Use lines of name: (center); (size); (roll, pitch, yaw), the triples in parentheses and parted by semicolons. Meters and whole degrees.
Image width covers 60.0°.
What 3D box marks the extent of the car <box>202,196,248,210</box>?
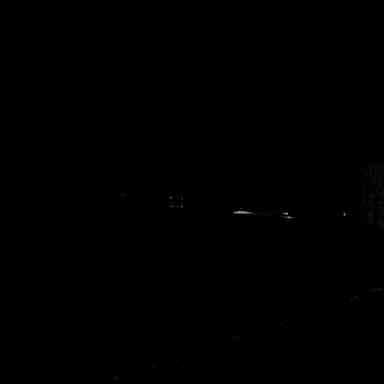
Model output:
car: (3.240, 1.140, 33.977); (2.033, 1.411, 5.357); (1, 1, -35)

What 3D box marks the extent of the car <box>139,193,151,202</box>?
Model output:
car: (-7.159, 0.857, 54.156); (1.895, 1.301, 4.718); (1, 1, -35)

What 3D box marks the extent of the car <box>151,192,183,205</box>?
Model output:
car: (-2.960, 0.768, 42.939); (2.097, 1.767, 4.553); (1, 0, -35)

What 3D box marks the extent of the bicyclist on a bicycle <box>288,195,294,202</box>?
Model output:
bicyclist on a bicycle: (10.245, 1.153, 34.360); (1.656, 1.620, 0.582); (0, 1, -35)

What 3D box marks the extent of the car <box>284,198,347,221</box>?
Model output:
car: (9.278, 1.258, 25.276); (2.128, 1.511, 4.902); (1, 1, -35)

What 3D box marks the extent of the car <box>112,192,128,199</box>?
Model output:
car: (-13.908, 0.630, 63.909); (1.994, 1.385, 4.181); (1, 1, -35)
